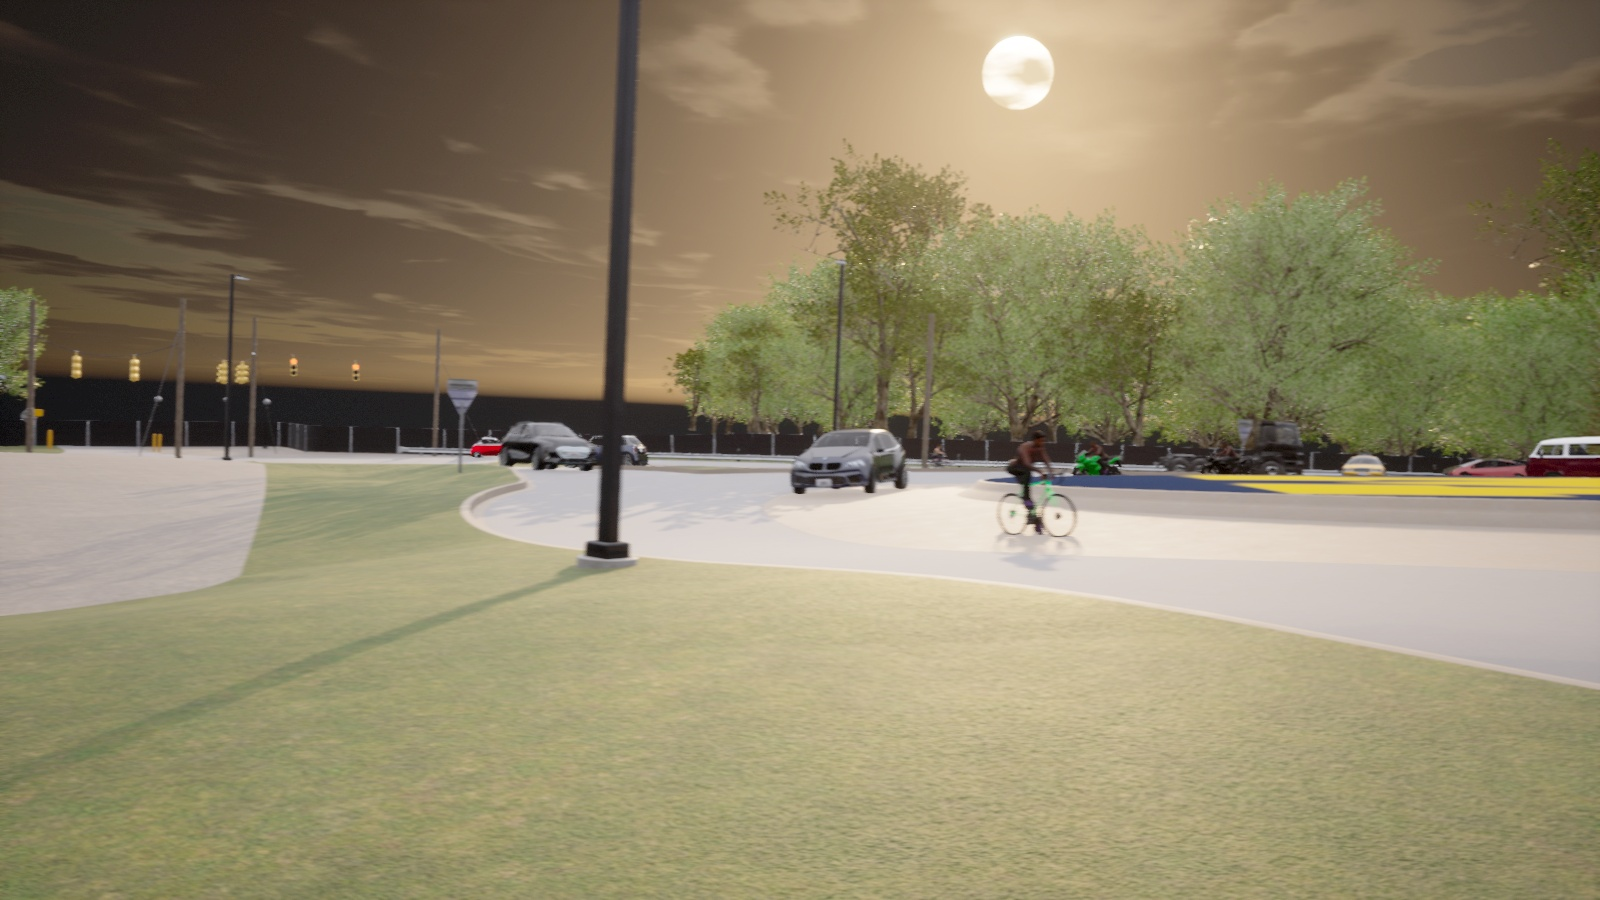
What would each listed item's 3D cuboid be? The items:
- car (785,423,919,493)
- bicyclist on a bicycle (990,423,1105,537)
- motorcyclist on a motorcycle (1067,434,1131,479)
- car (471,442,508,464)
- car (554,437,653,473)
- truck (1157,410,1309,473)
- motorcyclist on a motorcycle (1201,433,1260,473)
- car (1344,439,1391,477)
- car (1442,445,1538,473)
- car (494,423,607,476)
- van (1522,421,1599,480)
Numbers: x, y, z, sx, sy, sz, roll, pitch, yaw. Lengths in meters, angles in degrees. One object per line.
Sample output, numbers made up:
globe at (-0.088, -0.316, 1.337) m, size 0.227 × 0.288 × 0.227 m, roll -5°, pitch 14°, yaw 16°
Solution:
car at (1.483, 0.175, 33.429) m, size 2.242 × 1.667 × 4.611 m, roll -2°, pitch 0°, yaw 20°
bicyclist on a bicycle at (3.739, 0.456, 19.097) m, size 0.582 × 1.620 × 1.656 m, roll -5°, pitch 2°, yaw -35°
motorcyclist on a motorcycle at (10.380, 0.208, 43.617) m, size 2.044 × 1.523 × 0.797 m, roll -1°, pitch 0°, yaw -21°
car at (-20.291, 0.202, 82.151) m, size 2.207 × 1.376 × 1.481 m, roll -1°, pitch 2°, yaw -10°
car at (-8.510, 0.202, 54.555) m, size 3.806 × 1.475 × 1.970 m, roll -1°, pitch 1°, yaw 12°
truck at (24.775, -0.528, 72.281) m, size 7.936 × 3.462 × 2.891 m, roll 1°, pitch 2°, yaw 12°
motorcyclist on a motorcycle at (16.835, 0.113, 49.186) m, size 2.044 × 1.523 × 0.797 m, roll 1°, pitch 3°, yaw 8°
car at (26.631, 0.407, 58.841) m, size 1.801 × 1.575 × 5.366 m, roll 0°, pitch -3°, yaw 27°
car at (39.986, 0.483, 72.874) m, size 4.514 × 1.525 × 2.007 m, roll 0°, pitch 2°, yaw 11°
car at (-8.362, -0.002, 41.772) m, size 2.033 × 1.649 × 4.856 m, roll 1°, pitch -1°, yaw -33°
van at (28.382, 0.011, 44.373) m, size 2.069 × 2.038 × 4.480 m, roll -1°, pitch 0°, yaw -40°
